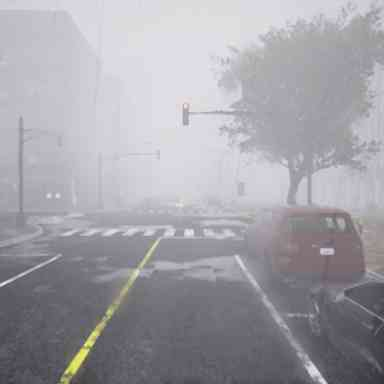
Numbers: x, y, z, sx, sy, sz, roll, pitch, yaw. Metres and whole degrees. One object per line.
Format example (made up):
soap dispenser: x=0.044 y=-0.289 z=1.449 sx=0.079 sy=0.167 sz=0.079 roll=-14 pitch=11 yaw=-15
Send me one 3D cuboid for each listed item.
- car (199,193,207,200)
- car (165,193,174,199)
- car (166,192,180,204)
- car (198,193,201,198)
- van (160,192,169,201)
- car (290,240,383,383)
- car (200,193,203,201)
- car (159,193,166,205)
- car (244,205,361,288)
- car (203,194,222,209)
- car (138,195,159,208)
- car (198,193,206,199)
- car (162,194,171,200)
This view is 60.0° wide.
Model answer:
car: x=2.700 y=1.073 z=80.313 sx=1.752 sy=1.417 sz=4.829 roll=0 pitch=0 yaw=0
car: x=-5.680 y=0.962 z=85.676 sx=1.967 sy=1.590 sz=4.097 roll=0 pitch=0 yaw=0
car: x=-2.994 y=1.227 z=55.713 sx=2.033 sy=1.411 sz=5.357 roll=0 pitch=1 yaw=0
car: x=2.699 y=1.185 z=69.077 sx=1.802 sy=1.307 sz=4.206 roll=0 pitch=0 yaw=0
van: x=-5.681 y=0.945 z=69.078 sx=1.690 sy=1.788 sz=3.998 roll=0 pitch=0 yaw=0
car: x=2.693 y=1.543 z=3.504 sx=1.947 sy=1.339 sz=4.313 roll=0 pitch=0 yaw=0
car: x=2.697 y=1.213 z=52.650 sx=1.752 sy=1.417 sz=4.829 roll=0 pitch=0 yaw=0
car: x=-5.683 y=1.239 z=52.481 sx=2.008 sy=1.369 sz=4.403 roll=0 pitch=0 yaw=0
car: x=2.694 y=1.257 z=9.026 sx=2.192 sy=1.841 sz=5.009 roll=0 pitch=0 yaw=0
car: x=2.696 y=1.293 z=41.415 sx=1.887 sy=1.381 sz=4.507 roll=0 pitch=0 yaw=0
car: x=-5.684 y=1.299 z=41.416 sx=2.008 sy=1.369 sz=4.403 roll=0 pitch=0 yaw=0
car: x=2.701 y=1.041 z=91.208 sx=1.887 sy=1.381 sz=4.507 roll=0 pitch=0 yaw=0
car: x=-5.681 y=1.158 z=74.611 sx=1.802 sy=1.307 sz=4.206 roll=0 pitch=0 yaw=0
